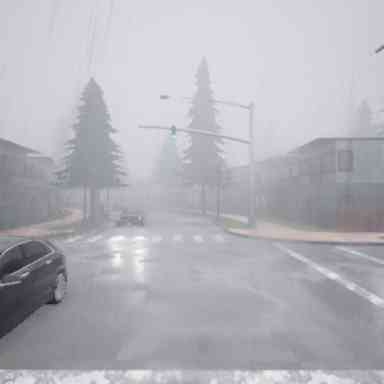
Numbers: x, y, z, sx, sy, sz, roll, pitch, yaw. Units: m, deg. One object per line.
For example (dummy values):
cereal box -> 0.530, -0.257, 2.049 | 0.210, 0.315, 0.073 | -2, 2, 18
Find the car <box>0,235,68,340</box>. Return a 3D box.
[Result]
car -> -3.607, 1.566, 5.492 | 1.837, 1.490, 4.892 | 0, 0, -1

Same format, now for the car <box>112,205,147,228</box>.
car -> -4.430, 1.869, 24.746 | 1.895, 1.301, 4.718 | 0, -1, -4

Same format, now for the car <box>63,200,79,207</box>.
car -> -24.720, 2.260, 67.377 | 1.882, 1.535, 5.008 | 1, -1, -45

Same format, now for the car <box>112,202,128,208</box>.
car -> -10.174, 2.098, 47.908 | 2.033, 1.411, 5.357 | 0, -1, -25
